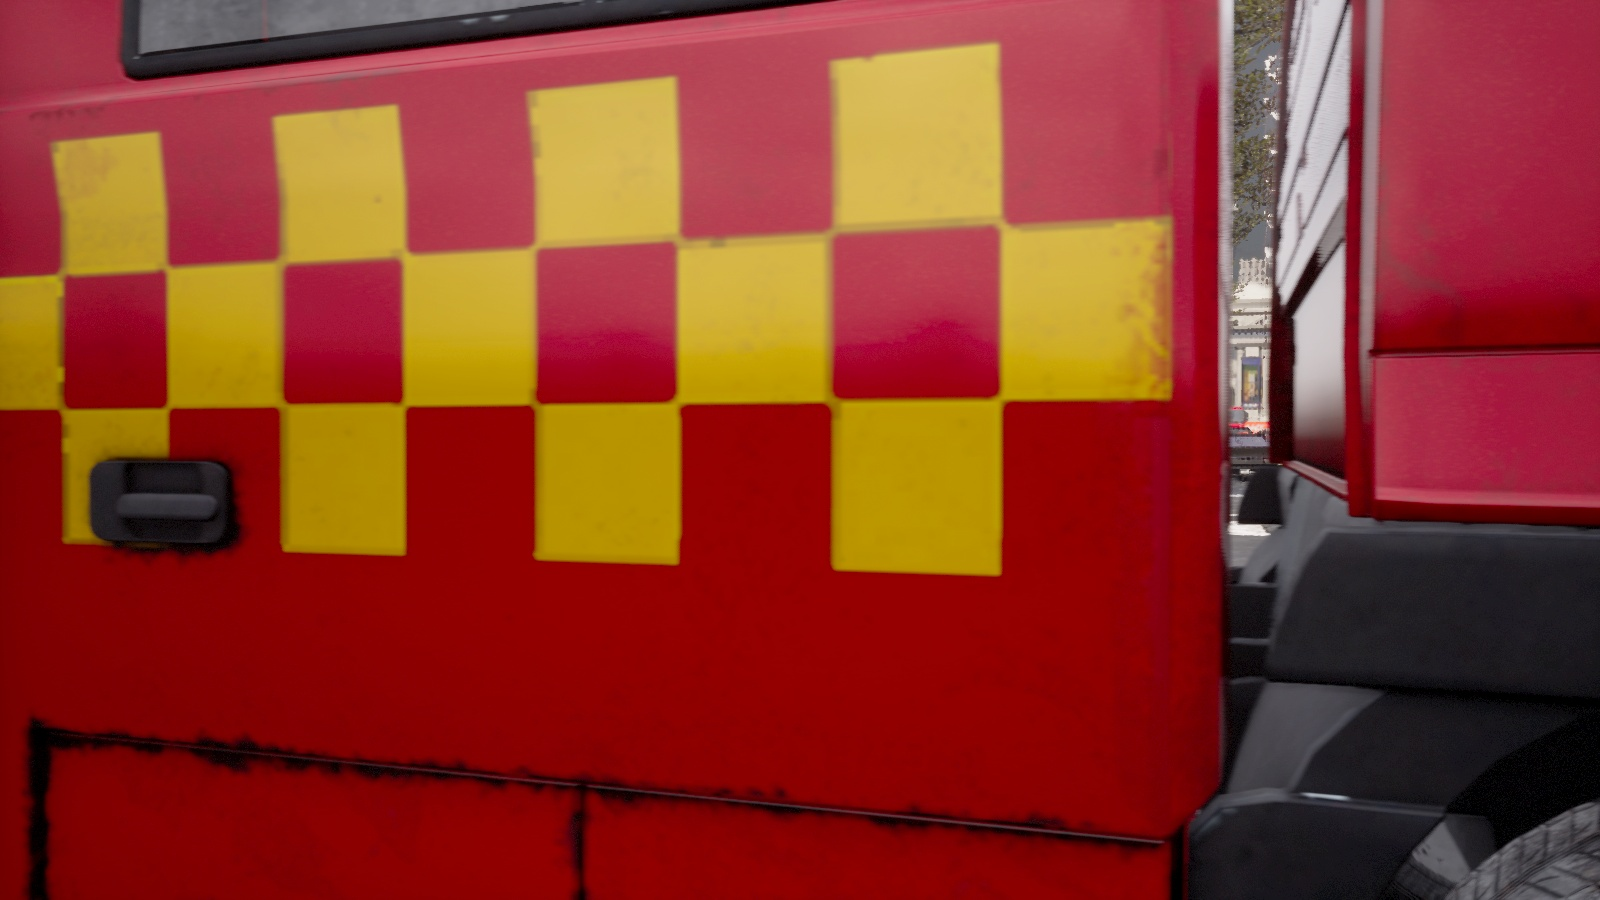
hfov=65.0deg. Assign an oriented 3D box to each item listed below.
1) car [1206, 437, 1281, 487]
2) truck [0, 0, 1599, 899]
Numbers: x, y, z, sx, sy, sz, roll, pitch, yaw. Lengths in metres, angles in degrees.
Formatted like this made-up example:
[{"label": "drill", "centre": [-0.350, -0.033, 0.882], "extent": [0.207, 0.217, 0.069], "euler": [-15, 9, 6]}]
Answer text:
[{"label": "car", "centre": [13.727, 0.303, 38.994], "extent": [2.033, 1.411, 5.357], "euler": [1, 1, 19]}, {"label": "truck", "centre": [-0.511, -0.394, 3.322], "extent": [8.468, 3.827, 2.891], "euler": [1, 1, 18]}]
